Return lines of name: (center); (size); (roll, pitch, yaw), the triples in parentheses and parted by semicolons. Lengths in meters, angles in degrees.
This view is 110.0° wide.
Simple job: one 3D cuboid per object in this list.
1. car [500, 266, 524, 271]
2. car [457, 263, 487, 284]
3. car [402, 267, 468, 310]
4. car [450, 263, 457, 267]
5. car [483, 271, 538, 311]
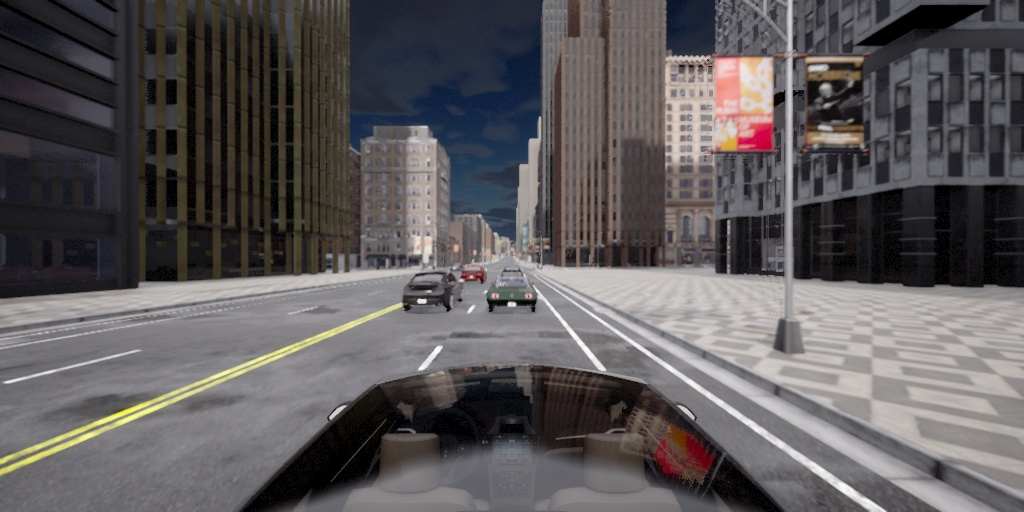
car: (0.013, 1.553, 30.380); (2.128, 1.511, 4.902); (0, -1, 0)
car: (-3.231, 1.546, 31.104); (1.882, 1.535, 5.008); (0, 0, 0)
car: (-3.232, 1.395, 15.366); (1.837, 1.490, 4.892); (0, 0, 0)
car: (-9.789, 1.980, 63.428); (2.128, 1.511, 4.902); (0, -1, 0)
car: (0.015, 1.486, 15.104); (1.895, 1.301, 4.718); (0, -1, 0)
